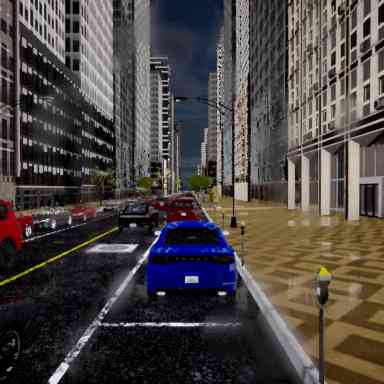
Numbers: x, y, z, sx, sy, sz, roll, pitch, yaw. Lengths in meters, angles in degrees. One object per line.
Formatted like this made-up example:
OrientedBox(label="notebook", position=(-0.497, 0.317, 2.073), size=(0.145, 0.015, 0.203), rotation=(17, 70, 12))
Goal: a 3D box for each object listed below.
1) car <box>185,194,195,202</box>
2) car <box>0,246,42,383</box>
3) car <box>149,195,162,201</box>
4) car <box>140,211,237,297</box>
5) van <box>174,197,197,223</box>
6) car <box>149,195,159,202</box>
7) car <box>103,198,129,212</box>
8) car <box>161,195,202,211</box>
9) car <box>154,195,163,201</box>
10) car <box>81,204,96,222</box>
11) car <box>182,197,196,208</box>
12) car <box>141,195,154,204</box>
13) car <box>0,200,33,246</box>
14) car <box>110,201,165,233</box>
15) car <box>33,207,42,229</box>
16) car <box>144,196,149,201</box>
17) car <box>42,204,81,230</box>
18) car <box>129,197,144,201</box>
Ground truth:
OrientedBox(label="car", position=(-0.465, 1.298, 77.509), size=(2.192, 1.841, 5.009), rotation=(-1, 0, 0))
OrientedBox(label="car", position=(-3.045, 1.547, 2.248), size=(2.033, 1.411, 5.357), rotation=(0, 0, 0))
OrientedBox(label="car", position=(-3.147, 1.345, 36.757), size=(2.097, 1.767, 4.553), rotation=(0, 0, 0))
OrientedBox(label="car", position=(-0.006, 1.476, 8.652), size=(1.882, 1.535, 5.008), rotation=(0, 0, 0))
OrientedBox(label="van", position=(-0.465, 1.336, 26.356), size=(1.690, 1.788, 3.998), rotation=(-1, 0, 0))
OrientedBox(label="car", position=(-8.844, 1.509, 77.339), size=(1.752, 1.417, 4.829), rotation=(-1, 0, 0))
OrientedBox(label="car", position=(-8.844, 1.544, 37.723), size=(2.008, 1.369, 4.403), rotation=(-1, 0, 0))
OrientedBox(label="car", position=(-0.465, 1.311, 20.672), size=(2.192, 1.841, 5.009), rotation=(-1, 0, 0))
OrientedBox(label="car", position=(-8.844, 1.545, 88.876), size=(1.947, 1.339, 4.313), rotation=(-1, 0, 0))
OrientedBox(label="car", position=(-8.843, 1.577, 26.356), size=(1.802, 1.307, 4.206), rotation=(-1, 0, 0))
OrientedBox(label="car", position=(-0.463, 1.541, 49.090), size=(2.008, 1.369, 4.403), rotation=(-1, 0, 0))
OrientedBox(label="car", position=(-8.845, 1.426, 66.141), size=(1.967, 1.590, 4.097), rotation=(-1, 0, 0))
OrientedBox(label="car", position=(-6.247, 1.220, 7.886), size=(2.150, 2.045, 5.566), rotation=(0, 0, 0))
OrientedBox(label="car", position=(-3.045, 1.488, 19.617), size=(2.128, 1.511, 4.902), rotation=(0, 0, 0))
OrientedBox(label="car", position=(-8.843, 1.542, 14.989), size=(1.887, 1.381, 4.507), rotation=(-1, 0, 0))
OrientedBox(label="car", position=(-8.843, 1.570, 60.458), size=(1.802, 1.307, 4.206), rotation=(-1, 0, 0))
OrientedBox(label="car", position=(-8.844, 1.547, 20.672), size=(2.008, 1.369, 4.403), rotation=(-1, 0, 0))
OrientedBox(label="car", position=(-8.843, 1.541, 49.090), size=(2.008, 1.369, 4.403), rotation=(-1, 0, 0))
